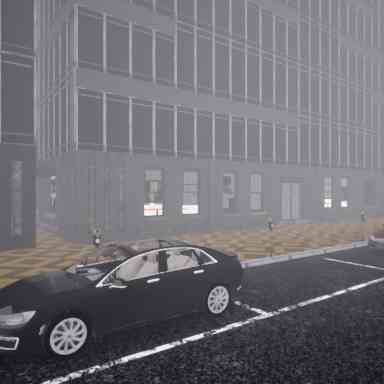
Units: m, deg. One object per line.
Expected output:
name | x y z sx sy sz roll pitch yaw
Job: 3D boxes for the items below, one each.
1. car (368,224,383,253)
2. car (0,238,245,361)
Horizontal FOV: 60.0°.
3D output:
car | 8.270 1.582 12.417 4.206 1.307 1.802 0 0 -35
car | -1.016 1.551 5.830 4.403 1.369 2.008 0 0 -35
